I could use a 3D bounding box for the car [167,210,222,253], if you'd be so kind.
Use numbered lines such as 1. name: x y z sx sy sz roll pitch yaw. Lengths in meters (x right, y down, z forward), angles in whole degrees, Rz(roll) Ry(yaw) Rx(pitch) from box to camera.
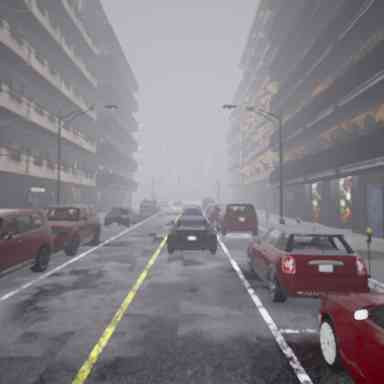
1. car: 0.009 1.708 14.323 1.994 1.385 4.181 0 -1 0

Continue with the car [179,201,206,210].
1. car: 0.019 1.829 29.406 1.812 1.442 4.674 0 0 0

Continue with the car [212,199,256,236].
1. car: 2.564 1.511 19.449 2.192 1.841 5.009 1 -1 0

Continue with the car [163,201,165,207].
1. car: -5.274 2.054 47.162 1.887 1.381 4.507 1 -1 0

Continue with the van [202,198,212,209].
1. van: 2.582 1.989 58.167 1.690 1.788 3.998 1 -1 0

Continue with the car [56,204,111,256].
1. car: -5.284 1.455 13.982 2.192 1.841 5.009 1 -1 0

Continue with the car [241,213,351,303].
1. car: 2.598 1.524 8.387 1.967 1.590 4.097 1 -1 0

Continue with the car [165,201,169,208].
1. car: -5.267 2.303 63.754 1.802 1.307 4.206 1 -1 0

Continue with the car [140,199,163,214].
1. car: -5.271 1.758 41.633 2.192 1.841 5.009 1 -1 0

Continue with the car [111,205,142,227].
1. car: -5.285 1.821 25.042 1.947 1.339 4.313 1 -1 0

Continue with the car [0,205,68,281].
1. car: -5.287 1.399 8.453 2.192 1.841 5.009 1 -1 0

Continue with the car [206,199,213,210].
1. car: 2.567 1.756 30.511 1.967 1.590 4.097 1 -1 0

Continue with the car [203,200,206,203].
1. car: 2.569 2.024 41.571 1.802 1.307 4.206 1 -1 0

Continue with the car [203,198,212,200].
1. car: 2.580 1.892 52.636 2.192 1.841 5.009 1 -1 0

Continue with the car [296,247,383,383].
1. car: 2.585 1.574 2.854 1.887 1.381 4.507 1 -1 0

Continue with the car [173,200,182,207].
1. car: -2.739 2.322 66.118 1.994 1.385 4.181 0 -1 1
